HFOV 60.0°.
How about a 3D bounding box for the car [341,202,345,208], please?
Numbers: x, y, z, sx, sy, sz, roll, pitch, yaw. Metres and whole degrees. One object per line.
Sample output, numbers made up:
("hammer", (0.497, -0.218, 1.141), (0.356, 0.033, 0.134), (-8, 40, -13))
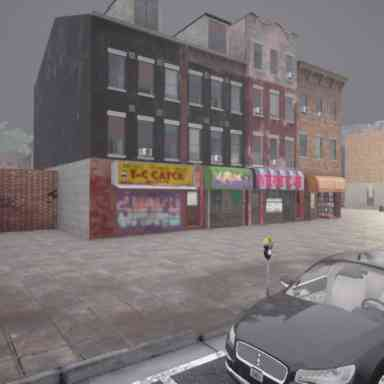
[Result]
("car", (16.756, 1.471, 42.153), (1.895, 1.301, 4.718), (0, 0, -36))

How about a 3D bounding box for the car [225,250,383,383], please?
("car", (2.410, 1.552, 4.519), (4.403, 1.369, 2.008), (0, 0, -35))
